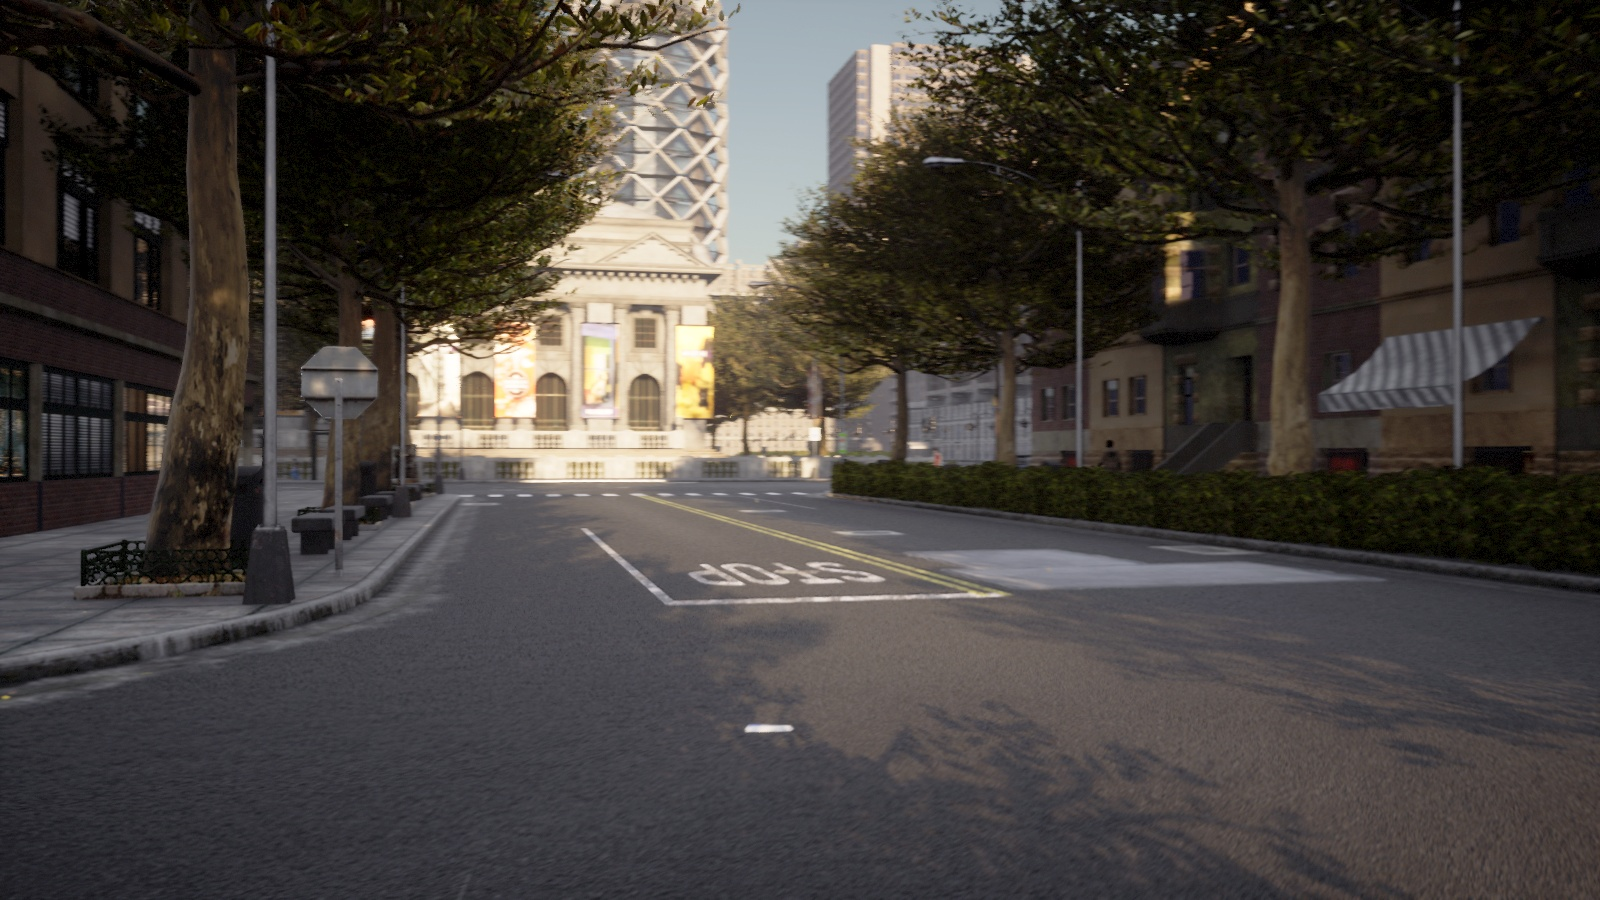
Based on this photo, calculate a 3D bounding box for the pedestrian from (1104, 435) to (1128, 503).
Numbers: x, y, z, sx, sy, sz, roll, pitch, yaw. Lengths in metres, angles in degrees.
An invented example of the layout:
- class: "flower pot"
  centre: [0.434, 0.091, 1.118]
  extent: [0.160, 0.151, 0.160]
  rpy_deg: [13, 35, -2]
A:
- class: "pedestrian"
  centre: [8.983, 0.537, 35.698]
  extent: [0.396, 1.930, 0.692]
  rpy_deg: [0, 0, -13]

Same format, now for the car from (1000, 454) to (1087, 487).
- class: "car"
  centre: [11.679, 0.966, 60.313]
  extent: [3.705, 1.549, 1.789]
  rpy_deg: [0, 0, -13]
